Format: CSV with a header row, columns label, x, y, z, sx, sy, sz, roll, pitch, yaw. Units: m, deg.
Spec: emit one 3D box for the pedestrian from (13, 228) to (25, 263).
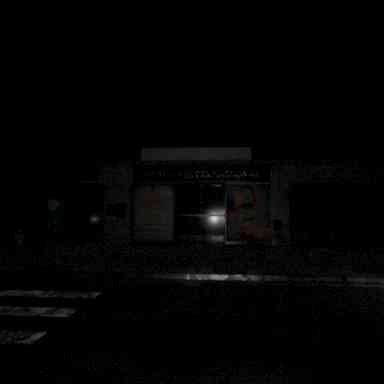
label,x,y,z,sx,sy,sz,roll,pitch,yaw
pedestrian,-5.566,1.727,10.754,0.500,1.100,0.500,0,-1,6
